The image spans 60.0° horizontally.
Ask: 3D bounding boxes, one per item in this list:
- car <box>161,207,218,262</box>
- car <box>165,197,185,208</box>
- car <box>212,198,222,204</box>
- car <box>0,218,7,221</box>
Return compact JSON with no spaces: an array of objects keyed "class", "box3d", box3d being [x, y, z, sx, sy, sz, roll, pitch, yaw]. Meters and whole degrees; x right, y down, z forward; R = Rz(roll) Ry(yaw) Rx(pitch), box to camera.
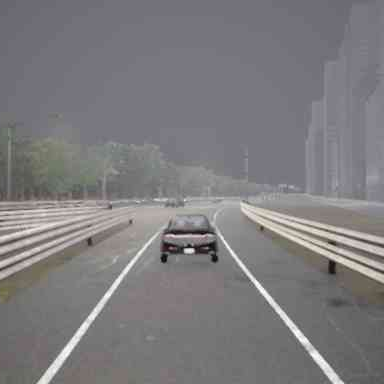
[{"class":"car","box3d":[-0.091,1.553,12.357,2.128,1.511,4.902,0,0,0]},{"class":"car","box3d":[-2.668,1.651,53.784,2.097,1.767,4.553,0,-1,17]},{"class":"car","box3d":[6.259,2.179,82.453,2.128,1.511,4.902,0,-1,17]},{"class":"car","box3d":[-13.266,1.528,19.761,1.994,1.385,4.181,0,-1,17]}]
